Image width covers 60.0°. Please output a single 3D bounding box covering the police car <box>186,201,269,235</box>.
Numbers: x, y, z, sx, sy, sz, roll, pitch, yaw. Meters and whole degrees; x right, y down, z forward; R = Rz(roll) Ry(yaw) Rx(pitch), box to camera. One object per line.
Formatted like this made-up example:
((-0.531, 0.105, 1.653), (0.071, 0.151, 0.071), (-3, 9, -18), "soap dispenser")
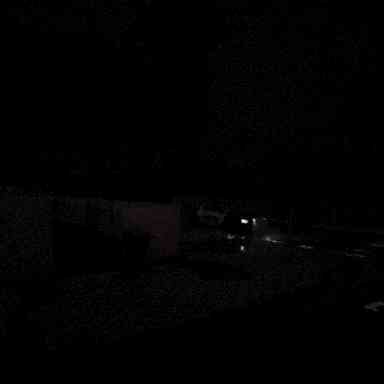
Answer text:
((1.819, 1.309, 17.549), (2.038, 1.542, 4.974), (1, 0, -36), "police car")
